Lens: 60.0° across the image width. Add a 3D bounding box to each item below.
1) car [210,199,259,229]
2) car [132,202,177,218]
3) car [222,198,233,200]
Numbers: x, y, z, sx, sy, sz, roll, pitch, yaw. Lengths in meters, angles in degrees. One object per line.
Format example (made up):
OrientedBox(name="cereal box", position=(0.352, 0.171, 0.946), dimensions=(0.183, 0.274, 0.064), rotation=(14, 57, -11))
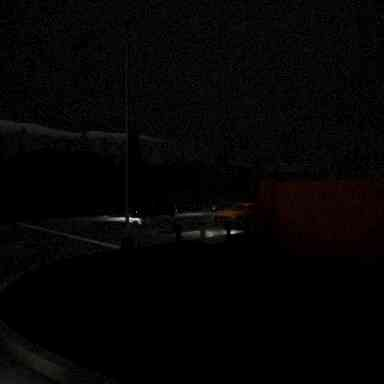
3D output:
OrientedBox(name="car", position=(3.443, 1.477, 22.206), dimensions=(5.008, 1.535, 1.882), rotation=(0, 0, -44))
OrientedBox(name="car", position=(-3.368, 1.562, 30.231), dimensions=(4.181, 1.385, 1.994), rotation=(0, 0, -44))
OrientedBox(name="car", position=(4.090, 1.490, 37.531), dimensions=(4.902, 1.511, 2.128), rotation=(0, 0, -44))
